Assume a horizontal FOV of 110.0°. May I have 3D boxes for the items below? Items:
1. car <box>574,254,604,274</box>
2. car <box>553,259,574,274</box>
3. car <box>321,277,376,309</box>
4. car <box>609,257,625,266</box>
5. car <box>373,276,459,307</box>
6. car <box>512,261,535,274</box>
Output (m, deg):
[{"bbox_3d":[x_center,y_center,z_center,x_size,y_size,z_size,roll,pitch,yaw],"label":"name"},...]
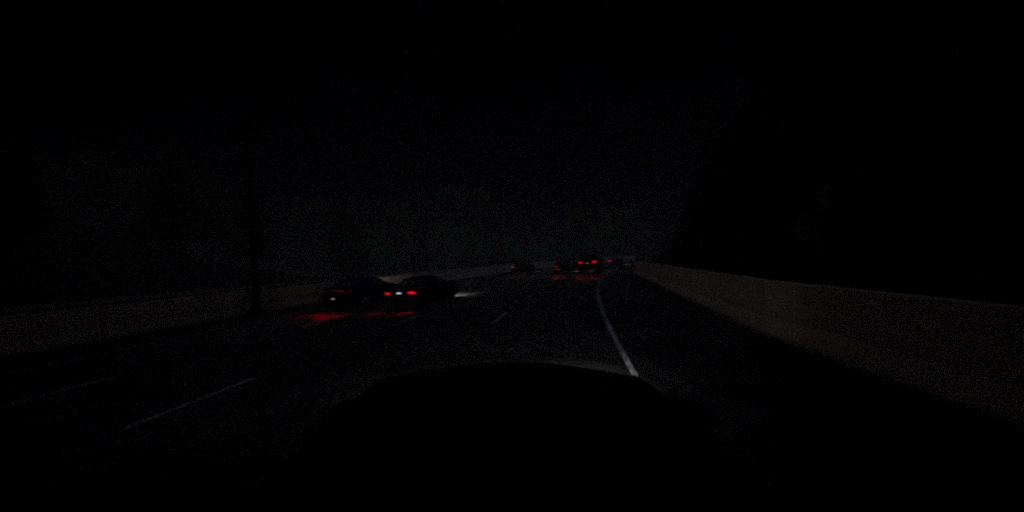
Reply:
[{"bbox_3d":[8.915,0.855,40.425,2.150,2.045,5.566,-4,-1,21],"label":"car"},{"bbox_3d":[6.273,1.316,42.936,1.837,1.490,4.892,-4,-2,21],"label":"car"},{"bbox_3d":[-7.897,1.856,19.278,1.882,1.535,5.008,-4,-1,12],"label":"car"},{"bbox_3d":[17.489,0.911,59.939,1.994,1.385,4.181,-4,-1,27],"label":"car"},{"bbox_3d":[-4.538,1.728,18.592,2.033,1.411,5.357,-3,-1,13],"label":"car"},{"bbox_3d":[1.667,1.503,50.300,2.097,1.767,4.553,-3,-1,22],"label":"car"}]
